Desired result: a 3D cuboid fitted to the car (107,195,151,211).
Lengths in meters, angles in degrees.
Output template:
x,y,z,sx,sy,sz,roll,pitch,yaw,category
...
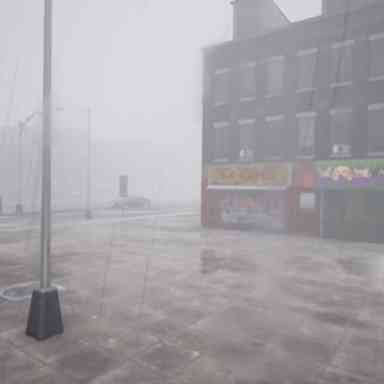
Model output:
x,y,z,sx,sy,sz,roll,pitch,yaw,category
-6.136,1.041,32.879,2.128,1.511,4.902,1,1,35,car
